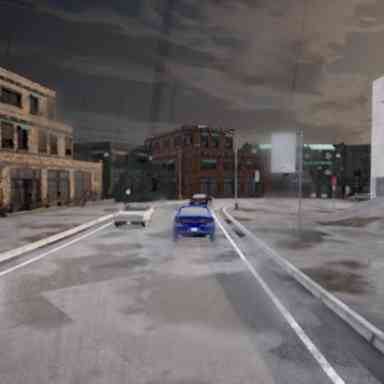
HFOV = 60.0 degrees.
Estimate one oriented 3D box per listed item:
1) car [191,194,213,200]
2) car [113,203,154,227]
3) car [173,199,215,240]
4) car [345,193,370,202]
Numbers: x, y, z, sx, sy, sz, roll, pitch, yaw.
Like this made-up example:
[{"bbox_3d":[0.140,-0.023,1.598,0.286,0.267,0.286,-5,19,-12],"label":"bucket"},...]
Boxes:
[{"bbox_3d":[1.089,0.914,35.285,1.882,1.535,5.008,0,1,12],"label":"car"},{"bbox_3d":[-3.588,1.393,21.074,1.895,1.301,4.718,0,1,0],"label":"car"},{"bbox_3d":[0.097,1.380,16.475,1.882,1.535,5.008,0,1,0],"label":"car"},{"bbox_3d":[28.031,0.902,55.297,4.902,1.511,2.128,2,2,0],"label":"car"}]
